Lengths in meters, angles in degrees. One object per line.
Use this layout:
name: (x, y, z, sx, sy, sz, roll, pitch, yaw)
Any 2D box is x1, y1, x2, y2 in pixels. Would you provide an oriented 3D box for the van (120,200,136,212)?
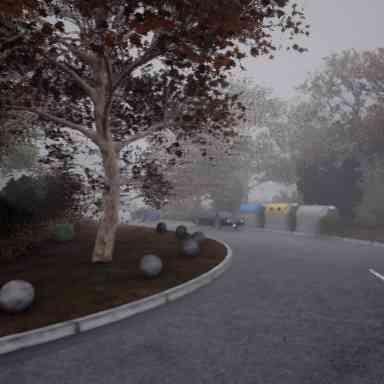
van: (-12.509, 2.489, 60.726, 1.878, 1.987, 4.442, 0, -1, -33)

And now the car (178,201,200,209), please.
car: (-0.693, 2.737, 68.263, 2.163, 1.488, 4.792, 0, -1, -33)

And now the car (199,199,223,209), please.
car: (4.043, 2.465, 71.262, 2.435, 2.045, 5.566, 0, -1, -33)

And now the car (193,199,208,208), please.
car: (-0.462, 2.318, 52.839, 2.435, 2.045, 5.566, 0, -1, -33)

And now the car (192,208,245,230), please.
car: (1.933, 2.194, 25.983, 1.895, 1.301, 4.718, 4, -4, -31)

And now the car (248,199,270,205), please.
car: (11.230, 2.609, 60.399, 2.163, 1.488, 4.792, 0, -1, -33)

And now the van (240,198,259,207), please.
van: (13.382, 2.515, 77.472, 1.878, 1.987, 4.442, 0, -1, -33)

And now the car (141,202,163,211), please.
car: (-7.636, 2.702, 63.516, 1.946, 1.575, 5.366, 0, -1, -33)

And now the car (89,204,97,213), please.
car: (-17.167, 2.750, 57.605, 2.163, 1.488, 4.792, 0, -1, -33)

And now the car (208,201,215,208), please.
car: (1.995, 2.608, 54.393, 2.002, 1.452, 4.674, 0, -1, -33)

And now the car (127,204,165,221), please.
car: (-5.383, 2.483, 37.963, 1.882, 1.535, 5.008, 4, -4, -31)

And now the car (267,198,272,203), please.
car: (18.169, 2.502, 80.391, 2.435, 2.045, 5.566, 0, -1, -33)

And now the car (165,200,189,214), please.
car: (-2.697, 2.321, 51.392, 2.435, 2.045, 5.566, 0, -1, -33)

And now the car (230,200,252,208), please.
car: (11.088, 2.735, 75.855, 2.231, 1.521, 4.892, 0, -1, -33)
